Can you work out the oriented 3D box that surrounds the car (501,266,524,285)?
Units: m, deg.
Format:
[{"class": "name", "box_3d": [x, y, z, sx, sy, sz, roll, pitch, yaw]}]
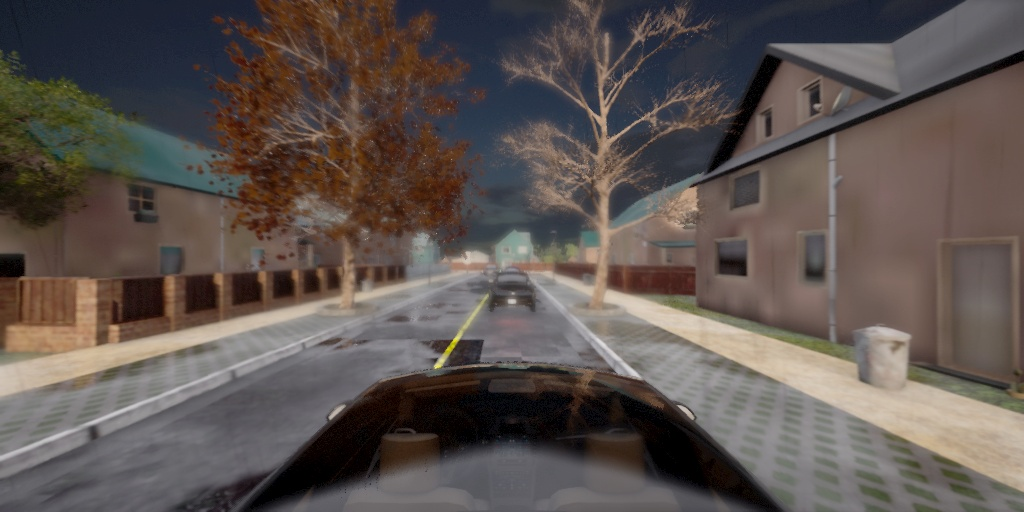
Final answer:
[{"class": "car", "box_3d": [0.032, 1.621, 30.776, 1.812, 1.442, 4.674, 0, -1, 1]}]

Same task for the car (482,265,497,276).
[{"class": "car", "box_3d": [-2.763, 1.891, 48.040, 1.812, 1.442, 4.674, 0, -1, 1]}]

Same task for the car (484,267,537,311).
[{"class": "car", "box_3d": [0.023, 1.402, 15.370, 1.837, 1.490, 4.892, 0, 0, 0]}]
